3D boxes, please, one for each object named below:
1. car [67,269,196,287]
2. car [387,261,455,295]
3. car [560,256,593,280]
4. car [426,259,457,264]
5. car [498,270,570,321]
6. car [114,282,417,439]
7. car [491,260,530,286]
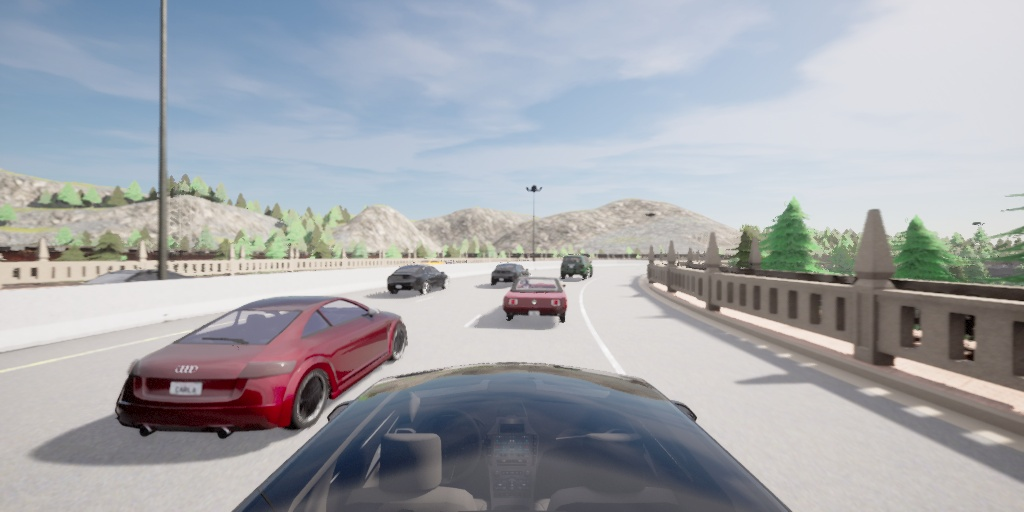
[{"bbox_3d":[-13.312,1.213,12.536,1.812,1.442,4.674,0,0,7],"label":"car"},{"bbox_3d":[-4.942,1.225,19.480,1.837,1.490,4.892,0,0,11],"label":"car"},{"bbox_3d":[5.776,0.981,31.656,2.150,2.045,5.566,0,0,21],"label":"car"},{"bbox_3d":[-8.156,1.295,44.128,1.895,1.301,4.718,0,0,25],"label":"car"},{"bbox_3d":[0.924,1.350,12.424,1.895,1.301,4.718,0,0,7],"label":"car"},{"bbox_3d":[-3.177,1.298,5.605,1.994,1.385,4.181,0,0,3],"label":"car"},{"bbox_3d":[-0.035,1.243,24.953,1.837,1.490,4.892,0,0,15],"label":"car"}]
